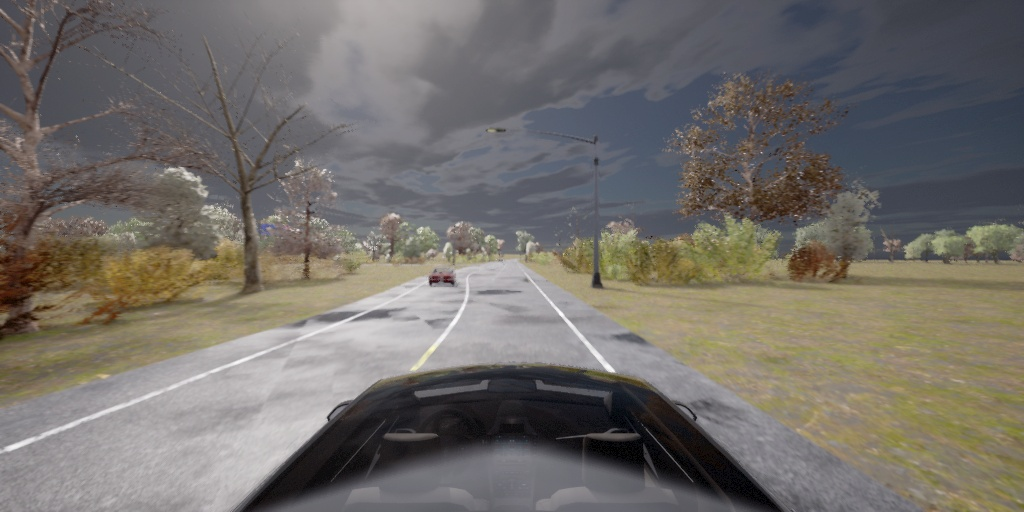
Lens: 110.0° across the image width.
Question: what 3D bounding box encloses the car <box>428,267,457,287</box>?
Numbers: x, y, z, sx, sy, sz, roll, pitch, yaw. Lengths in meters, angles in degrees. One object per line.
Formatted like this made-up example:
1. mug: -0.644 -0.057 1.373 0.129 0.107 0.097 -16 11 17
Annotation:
1. car: -5.160 1.531 27.006 1.895 1.301 4.718 0 0 -7
